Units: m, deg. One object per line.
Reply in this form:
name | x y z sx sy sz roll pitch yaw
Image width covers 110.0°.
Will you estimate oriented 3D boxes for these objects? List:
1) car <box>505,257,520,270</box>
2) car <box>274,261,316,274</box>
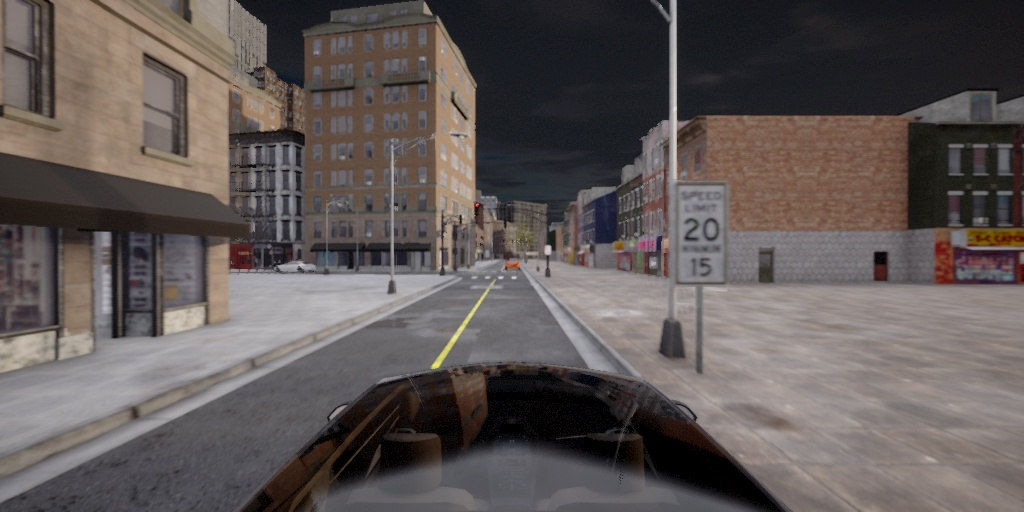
car | 0.098 0.996 50.321 2.097 1.767 4.553 0 0 0
car | -25.399 1.304 42.039 4.674 1.442 1.812 0 0 9
